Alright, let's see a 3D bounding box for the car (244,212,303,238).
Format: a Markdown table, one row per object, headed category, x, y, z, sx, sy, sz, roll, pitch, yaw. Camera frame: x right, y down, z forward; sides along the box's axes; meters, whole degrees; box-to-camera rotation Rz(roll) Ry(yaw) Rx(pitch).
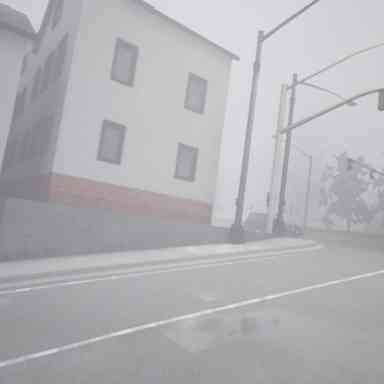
| category | x | y | z | sx | sy | sz | roll | pitch | yaw |
| --- | --- | --- | --- | --- | --- | --- | --- | --- | --- |
| car | 7.139 | 2.981 | 29.693 | 2.150 | 2.045 | 5.566 | 12 | -7 | -35 |
